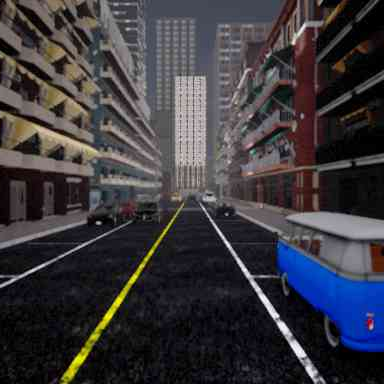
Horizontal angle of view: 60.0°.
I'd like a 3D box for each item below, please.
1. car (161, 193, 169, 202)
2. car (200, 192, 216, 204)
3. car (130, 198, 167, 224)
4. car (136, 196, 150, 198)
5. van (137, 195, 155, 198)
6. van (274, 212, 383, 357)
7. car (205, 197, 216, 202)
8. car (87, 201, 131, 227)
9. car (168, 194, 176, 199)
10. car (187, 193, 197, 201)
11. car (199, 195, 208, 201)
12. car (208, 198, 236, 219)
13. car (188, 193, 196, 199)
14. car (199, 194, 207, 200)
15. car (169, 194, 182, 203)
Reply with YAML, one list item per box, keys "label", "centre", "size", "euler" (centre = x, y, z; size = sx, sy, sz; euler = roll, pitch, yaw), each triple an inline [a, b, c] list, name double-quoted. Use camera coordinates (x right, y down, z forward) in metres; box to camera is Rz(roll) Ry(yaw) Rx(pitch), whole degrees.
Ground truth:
- label: "car"
  centre: [-5.688, 1.126, 72.163]
  size: [2.192, 1.841, 5.009]
  euler: [-1, 0, 0]
- label: "car"
  centre: [3.011, 1.067, 58.934]
  size: [2.150, 2.045, 5.566]
  euler: [0, 0, 0]
- label: "car"
  centre: [-3.095, 1.437, 23.934]
  size: [1.837, 1.490, 4.892]
  euler: [0, 0, 0]
- label: "car"
  centre: [-5.693, 1.451, 33.500]
  size: [1.887, 1.381, 4.507]
  euler: [-1, 0, 0]
- label: "van"
  centre: [-5.694, 1.233, 39.023]
  size: [1.690, 1.788, 3.998]
  euler: [-1, 0, 0]
- label: "van"
  centre: [2.681, 1.324, 5.868]
  size: [1.690, 1.788, 3.998]
  euler: [-1, 0, 0]
- label: "car"
  centre: [2.688, 1.457, 33.485]
  size: [2.008, 1.369, 4.403]
  euler: [-1, 0, 0]
- label: "car"
  centre: [-5.694, 1.503, 22.452]
  size: [1.947, 1.339, 4.313]
  euler: [0, 0, 0]
- label: "car"
  centre: [-5.681, 1.342, 94.258]
  size: [1.802, 1.307, 4.206]
  euler: [-1, 0, 0]
- label: "car"
  centre: [0.013, 1.213, 71.046]
  size: [1.994, 1.385, 4.181]
  euler: [0, 0, 0]
- label: "car"
  centre: [2.696, 1.349, 77.672]
  size: [2.008, 1.369, 4.403]
  euler: [-1, 0, 0]
- label: "car"
  centre: [2.687, 1.472, 27.961]
  size: [2.008, 1.369, 4.403]
  euler: [-1, 0, 0]
- label: "car"
  centre: [0.015, 1.134, 87.773]
  size: [1.837, 1.490, 4.892]
  euler: [0, 0, 0]
- label: "car"
  centre: [2.697, 1.310, 83.365]
  size: [1.752, 1.417, 4.829]
  euler: [-1, 0, 0]
- label: "car"
  centre: [-3.002, 1.302, 65.601]
  size: [1.882, 1.535, 5.008]
  euler: [0, 0, 0]
